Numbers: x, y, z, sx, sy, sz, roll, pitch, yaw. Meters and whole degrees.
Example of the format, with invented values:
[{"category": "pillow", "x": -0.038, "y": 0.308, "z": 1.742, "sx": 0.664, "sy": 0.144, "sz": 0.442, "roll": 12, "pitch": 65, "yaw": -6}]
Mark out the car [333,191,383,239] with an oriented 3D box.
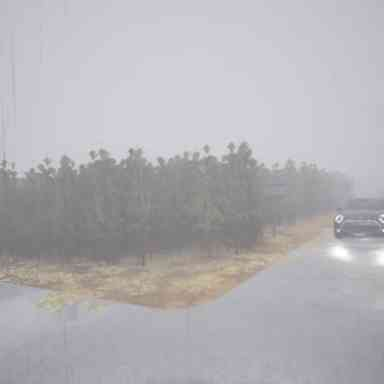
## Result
[{"category": "car", "x": 7.656, "y": 1.018, "z": 14.747, "sx": 2.097, "sy": 1.767, "sz": 4.553, "roll": -3, "pitch": -1, "yaw": 32}]
